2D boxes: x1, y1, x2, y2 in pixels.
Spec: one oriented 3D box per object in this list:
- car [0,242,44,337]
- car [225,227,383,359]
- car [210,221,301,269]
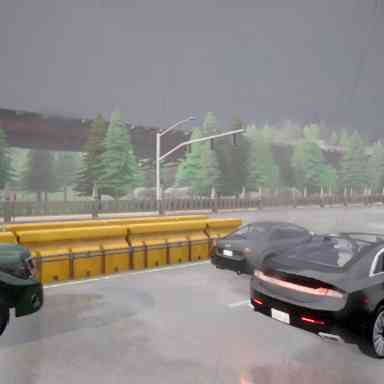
[{"bbox_3d":[-5.055,1.221,4.447,5.566,2.045,2.150,0,0,-35],"label":"car"},{"bbox_3d":[3.181,1.492,5.999,4.902,1.511,2.128,0,0,-36],"label":"car"},{"bbox_3d":[2.572,1.564,9.860,4.181,1.385,1.994,0,0,-36],"label":"car"}]
